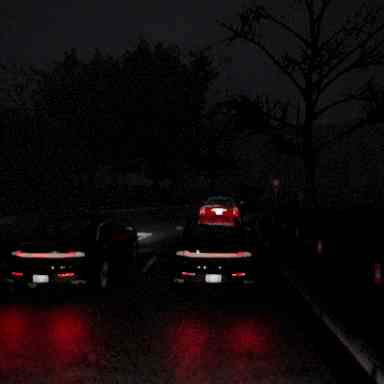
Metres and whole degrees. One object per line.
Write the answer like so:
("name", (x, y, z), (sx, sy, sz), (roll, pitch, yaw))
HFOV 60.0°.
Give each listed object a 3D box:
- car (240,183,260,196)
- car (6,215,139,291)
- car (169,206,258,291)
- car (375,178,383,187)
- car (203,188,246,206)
("car", (7.042, -0.364, 41.076), (1.882, 1.535, 5.008), (0, 4, -1))
("car", (-2.703, 1.352, 8.659), (2.128, 1.511, 4.902), (0, 1, 3))
("car", (0.546, 1.357, 8.690), (2.128, 1.511, 4.902), (0, 1, 3))
("car", (34.998, -1.822, 59.669), (2.185, 1.767, 4.553), (-1, 4, -15))
("car", (1.643, 0.896, 17.796), (2.097, 1.767, 4.553), (1, 3, 10))
